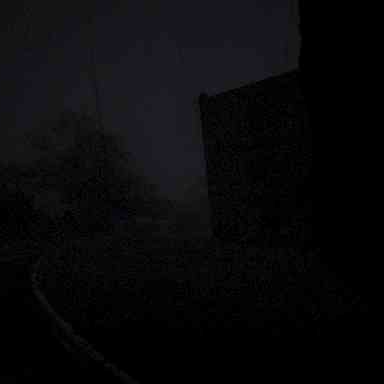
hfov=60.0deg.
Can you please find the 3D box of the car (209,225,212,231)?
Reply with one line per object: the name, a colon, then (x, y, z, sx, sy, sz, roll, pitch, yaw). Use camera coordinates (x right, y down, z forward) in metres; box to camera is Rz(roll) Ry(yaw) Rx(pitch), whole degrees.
car: (3.952, 4.915, 47.443, 1.994, 1.385, 4.181, -8, -8, 26)
